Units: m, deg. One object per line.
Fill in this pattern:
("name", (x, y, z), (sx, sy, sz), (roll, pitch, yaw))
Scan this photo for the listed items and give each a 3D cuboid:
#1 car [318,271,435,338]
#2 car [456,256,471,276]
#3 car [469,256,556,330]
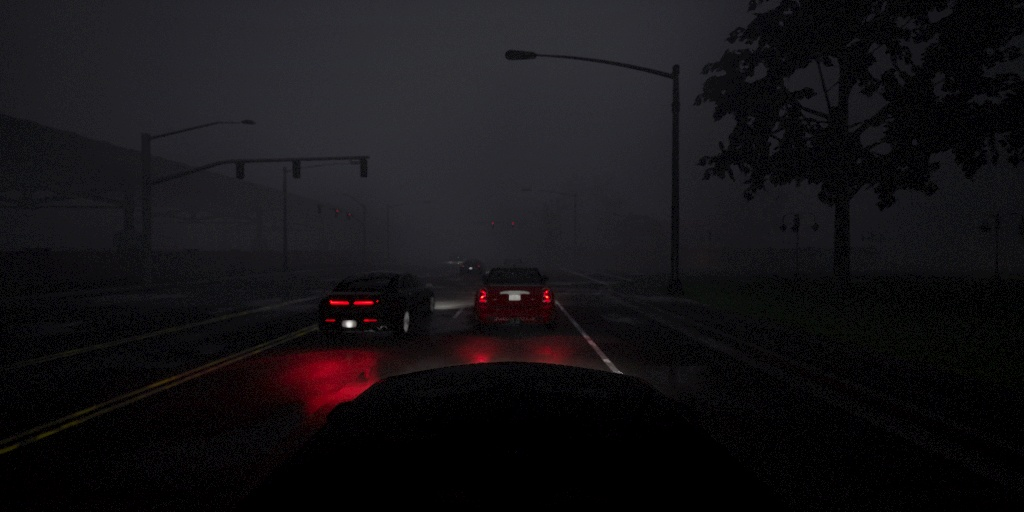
("car", (-3.418, 1.159, 9.900), (1.837, 1.490, 4.892), (0, 0, -1))
("car", (-3.410, 0.960, 31.671), (1.994, 1.385, 4.181), (0, 1, 0))
("car", (0.078, 0.998, 10.884), (2.097, 1.767, 4.553), (0, 1, 0))
